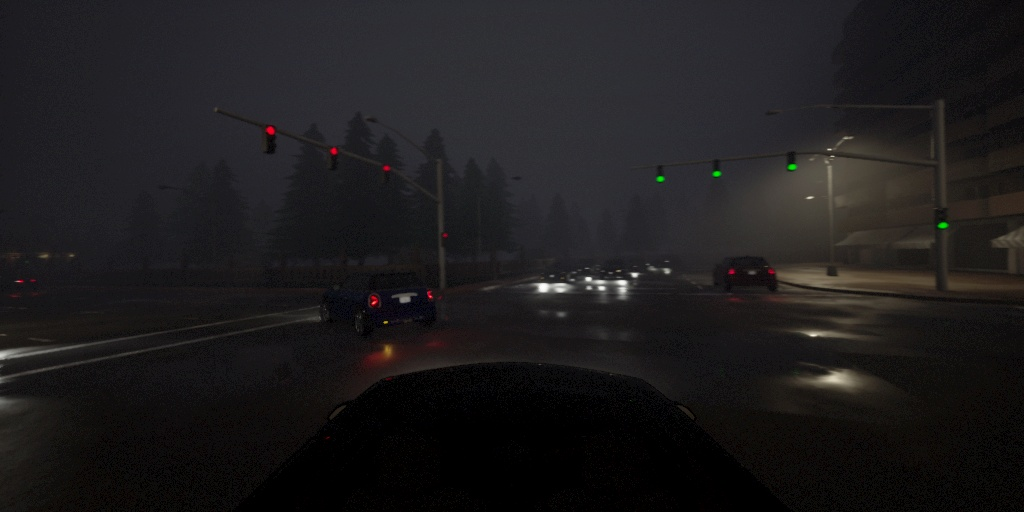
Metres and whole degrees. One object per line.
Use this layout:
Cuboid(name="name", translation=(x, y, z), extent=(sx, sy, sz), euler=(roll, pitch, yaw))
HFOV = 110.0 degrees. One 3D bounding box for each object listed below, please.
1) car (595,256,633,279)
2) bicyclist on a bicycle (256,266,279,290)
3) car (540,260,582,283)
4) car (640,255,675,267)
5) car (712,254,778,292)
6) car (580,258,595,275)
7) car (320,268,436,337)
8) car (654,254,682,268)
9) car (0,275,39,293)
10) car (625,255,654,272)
Cuboid(name="car", translation=(8.210, 0.986, 28.532), extent=(1.837, 1.490, 4.892), euler=(-1, 0, 24))
Cuboid(name="bicyclist on a bicycle", translation=(-17.045, 1.497, 25.044), extent=(0.582, 1.620, 1.656), euler=(-1, 0, 20))
Cuboid(name="car", translation=(3.511, 1.171, 26.393), extent=(1.994, 1.385, 4.181), euler=(-1, 0, 23))
Cuboid(name="car", translation=(20.346, 0.675, 50.037), extent=(5.357, 1.411, 2.033), euler=(-2, 0, -39))
Cuboid(name="car", translation=(11.732, 0.759, 18.389), extent=(2.097, 1.767, 4.553), euler=(-1, 0, 21))
Cuboid(name="car", translation=(7.226, 1.000, 34.489), extent=(1.837, 1.490, 4.892), euler=(-1, 0, 28))
Cuboid(name="car", translation=(-4.274, 1.218, 11.087), extent=(2.097, 1.767, 4.553), euler=(-2, 0, -42))
Cuboid(name="car", translation=(19.438, 0.512, 44.889), extent=(4.553, 1.767, 2.097), euler=(-2, 0, -42))
Cuboid(name="car", translation=(-42.765, 2.342, 30.626), extent=(4.902, 1.511, 2.128), euler=(-1, 0, 21))
Cuboid(name="car", translation=(12.762, 0.895, 37.189), extent=(2.033, 1.411, 5.357), euler=(-1, 0, 34))
